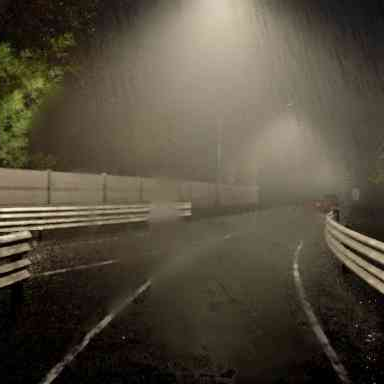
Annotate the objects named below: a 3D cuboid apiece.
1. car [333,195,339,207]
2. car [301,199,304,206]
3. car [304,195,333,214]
[{"bbox_3d":[24.243,1.470,57.945,2.150,2.045,5.566,1,0,26],"label":"car"},{"bbox_3d":[19.965,1.655,57.208,1.837,1.490,4.892,2,1,27],"label":"car"},{"bbox_3d":[14.688,1.497,38.358,2.097,1.767,4.553,2,0,26],"label":"car"}]
